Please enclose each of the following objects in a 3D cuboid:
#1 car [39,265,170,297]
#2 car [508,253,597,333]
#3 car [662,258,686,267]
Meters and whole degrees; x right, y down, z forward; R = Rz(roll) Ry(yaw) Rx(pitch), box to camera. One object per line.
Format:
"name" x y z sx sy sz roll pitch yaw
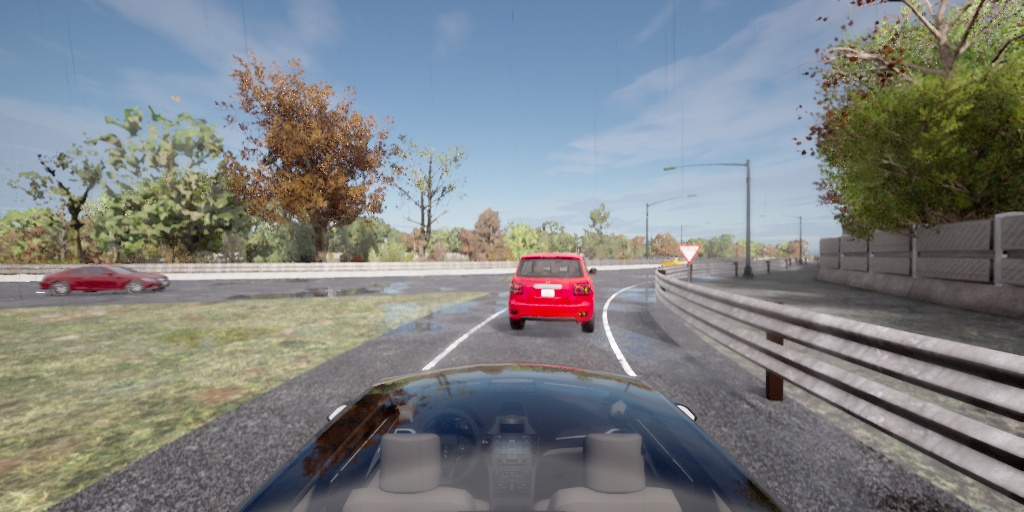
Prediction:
"car" -20.623 1.187 18.329 4.674 1.442 1.812 0 0 -17
"car" 1.368 0.943 10.922 2.150 2.045 5.566 0 0 12
"car" 23.071 1.044 50.982 5.008 1.535 1.882 0 1 -45
